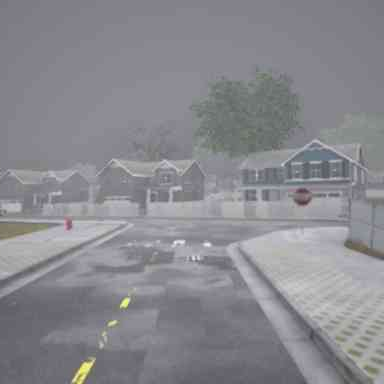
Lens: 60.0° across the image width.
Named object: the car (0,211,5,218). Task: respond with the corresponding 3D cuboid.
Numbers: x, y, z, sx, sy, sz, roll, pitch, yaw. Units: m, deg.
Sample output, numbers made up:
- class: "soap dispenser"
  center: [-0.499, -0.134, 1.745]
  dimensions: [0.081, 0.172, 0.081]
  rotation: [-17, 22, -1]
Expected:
- class: "car"
  center: [-24.719, 2.529, 40.447]
  dimensions: [4.181, 1.385, 1.994]
  rotation: [-1, -2, 30]
